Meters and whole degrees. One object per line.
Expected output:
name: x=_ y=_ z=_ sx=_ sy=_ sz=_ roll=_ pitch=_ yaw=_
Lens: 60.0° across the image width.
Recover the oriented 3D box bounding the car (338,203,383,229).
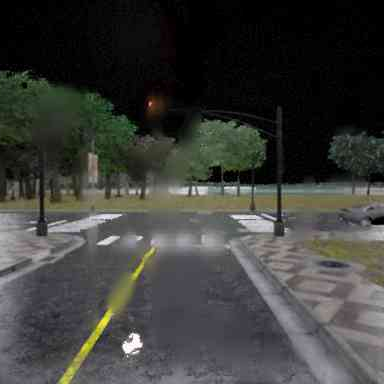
car: x=11.534 y=1.440 z=20.293 sx=4.902 sy=1.511 sz=2.128 roll=0 pitch=0 yaw=0
